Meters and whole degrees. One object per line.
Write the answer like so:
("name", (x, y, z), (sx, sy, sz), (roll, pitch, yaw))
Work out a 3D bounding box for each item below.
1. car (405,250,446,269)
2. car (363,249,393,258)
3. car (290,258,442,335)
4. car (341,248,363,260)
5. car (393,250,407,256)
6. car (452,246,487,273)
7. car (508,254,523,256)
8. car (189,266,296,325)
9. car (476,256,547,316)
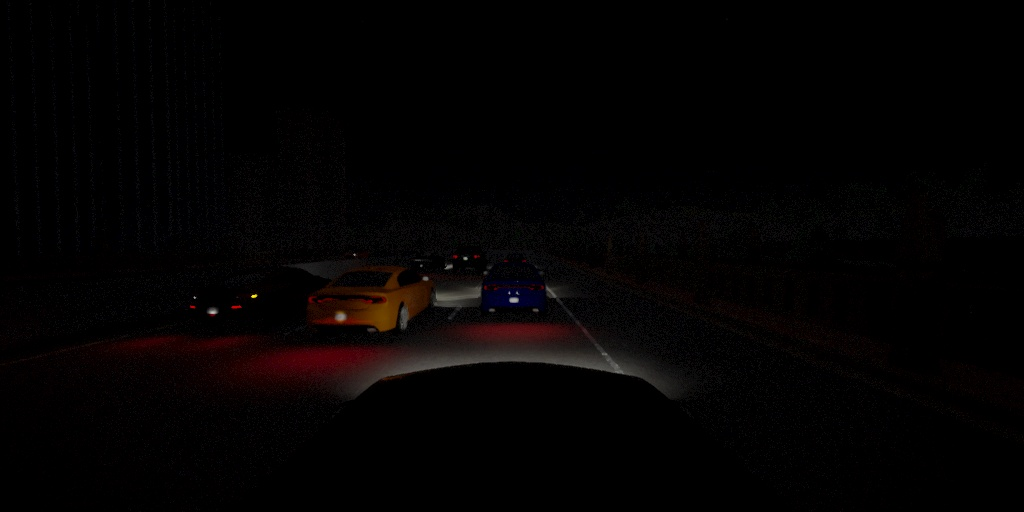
("car", (-6.734, 0.454, 29.350), (2.128, 1.511, 4.902), (0, 2, 1))
("car", (-16.935, 0.016, 46.677), (2.033, 1.411, 5.357), (0, 2, 2))
("car", (-3.433, 1.000, 9.695), (1.882, 1.535, 5.008), (0, 2, 0))
("car", (-20.423, -0.189, 46.977), (2.097, 1.767, 4.553), (0, 2, 2))
("car", (-13.430, -0.030, 46.846), (1.837, 1.490, 4.892), (0, 1, 2))
("car", (-3.260, 0.210, 28.394), (2.150, 2.045, 5.566), (0, 2, 1))
("car", (0.294, 0.500, 30.266), (1.994, 1.385, 4.181), (0, 2, 1))
("car", (-6.929, 1.022, 10.609), (1.812, 1.442, 4.674), (0, 2, 0))
("car", (0.054, 0.936, 11.913), (1.882, 1.535, 5.008), (0, 2, 0))
